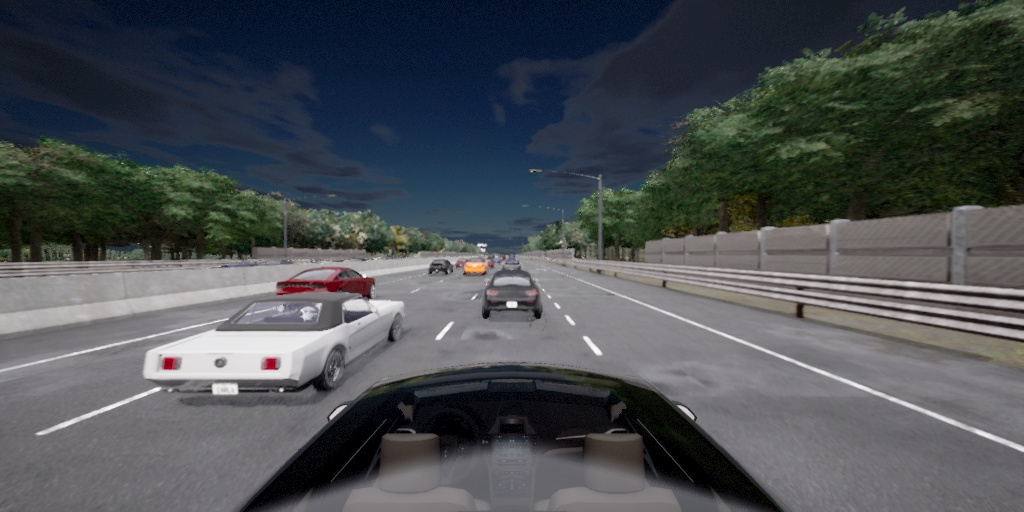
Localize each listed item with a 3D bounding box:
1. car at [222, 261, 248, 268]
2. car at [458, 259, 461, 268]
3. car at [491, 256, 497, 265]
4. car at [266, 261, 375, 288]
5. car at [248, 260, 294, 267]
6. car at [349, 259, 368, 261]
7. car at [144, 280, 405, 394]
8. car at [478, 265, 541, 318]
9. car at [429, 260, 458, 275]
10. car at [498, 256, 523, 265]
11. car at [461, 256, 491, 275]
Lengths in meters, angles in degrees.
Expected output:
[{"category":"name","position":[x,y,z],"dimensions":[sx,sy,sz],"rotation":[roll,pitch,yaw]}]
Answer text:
[{"category":"car","position":[-28.075,1.178,37.956],"dimensions":[1.895,1.301,4.718],"rotation":[0,0,0]},{"category":"car","position":[-7.001,1.079,51.666],"dimensions":[1.812,1.442,4.674],"rotation":[0,0,0]},{"category":"car","position":[-3.500,1.079,51.667],"dimensions":[1.812,1.442,4.674],"rotation":[0,0,0]},{"category":"car","position":[-7.000,1.151,14.089],"dimensions":[1.882,1.535,5.008],"rotation":[0,0,0]},{"category":"car","position":[-24.580,1.126,37.767],"dimensions":[2.033,1.411,5.357],"rotation":[0,0,0]},{"category":"car","position":[-17.565,1.080,40.601],"dimensions":[1.837,1.490,4.892],"rotation":[0,0,0]},{"category":"car","position":[-3.500,1.318,6.603],"dimensions":[1.895,1.301,4.718],"rotation":[0,0,0]},{"category":"car","position":[0.001,1.208,12.577],"dimensions":[1.812,1.442,4.674],"rotation":[0,0,0]},{"category":"car","position":[-7.000,1.091,35.816],"dimensions":[1.837,1.490,4.892],"rotation":[0,0,0]},{"category":"car","position":[0.001,1.078,35.819],"dimensions":[2.128,1.511,4.902],"rotation":[0,0,0]},{"category":"car","position":[-3.500,0.937,35.765],"dimensions":[2.097,1.767,4.553],"rotation":[0,0,0]}]
